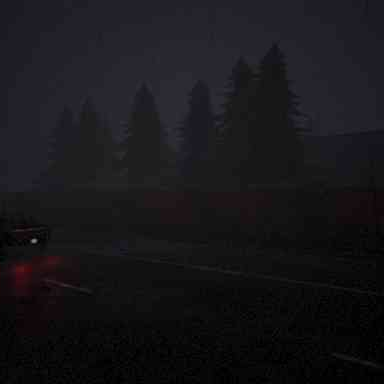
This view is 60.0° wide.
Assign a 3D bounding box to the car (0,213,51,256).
[{"bbox_3d":[-7.836,1.625,13.774,4.902,1.511,2.128,-1,0,36],"label":"car"}]
